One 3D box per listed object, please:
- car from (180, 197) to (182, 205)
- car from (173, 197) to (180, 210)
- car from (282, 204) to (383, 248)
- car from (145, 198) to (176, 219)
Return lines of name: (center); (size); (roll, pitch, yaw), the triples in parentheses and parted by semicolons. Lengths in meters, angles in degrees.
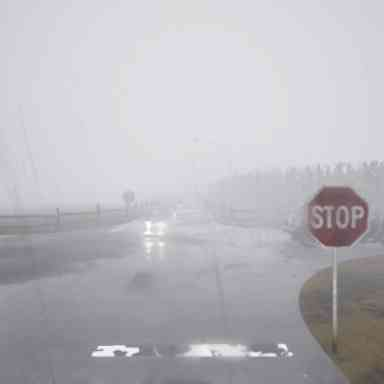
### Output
car: (-2.835, 1.586, 61.421); (2.128, 1.511, 4.902); (0, 0, 0)
car: (-2.879, 1.573, 42.806); (1.812, 1.442, 4.674); (0, 0, 0)
car: (6.116, 1.242, 13.623); (4.553, 1.767, 2.097); (-1, 0, 0)
car: (-2.912, 1.522, 29.109); (2.128, 1.511, 4.902); (0, 0, 1)
